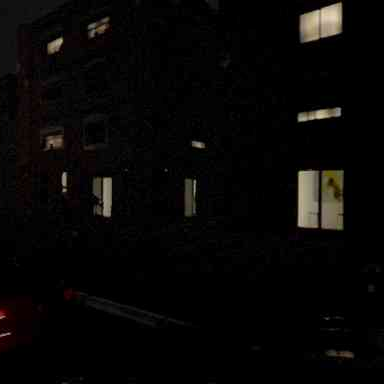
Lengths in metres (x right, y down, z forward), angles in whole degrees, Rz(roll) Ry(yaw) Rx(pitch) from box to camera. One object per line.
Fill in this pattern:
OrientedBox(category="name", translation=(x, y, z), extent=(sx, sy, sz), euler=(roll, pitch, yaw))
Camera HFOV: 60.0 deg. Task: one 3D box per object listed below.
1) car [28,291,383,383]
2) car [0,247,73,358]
OrientedBox(category="car", translation=(0.928, 1.581, 2.208), extent=(4.206, 1.307, 1.802), euler=(0, 1, 35))
OrientedBox(category="car", translation=(-3.590, 1.569, 5.429), extent=(4.206, 1.307, 1.802), euler=(0, 1, 35))
